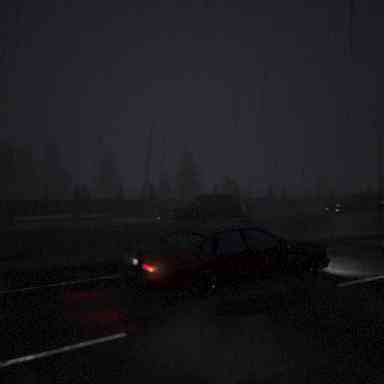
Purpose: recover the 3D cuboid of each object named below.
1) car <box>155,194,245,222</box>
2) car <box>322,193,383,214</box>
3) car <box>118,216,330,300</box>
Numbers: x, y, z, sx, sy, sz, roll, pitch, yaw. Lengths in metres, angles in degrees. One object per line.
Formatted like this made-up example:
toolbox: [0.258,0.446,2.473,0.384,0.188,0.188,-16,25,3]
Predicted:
car: [0.584,1.139,20.131,5.566,2.045,2.150,0,0,-26]
car: [14.298,1.112,29.538,5.566,2.045,2.150,0,0,-18]
car: [0.972,1.508,8.238,5.357,1.411,2.033,0,0,-30]
